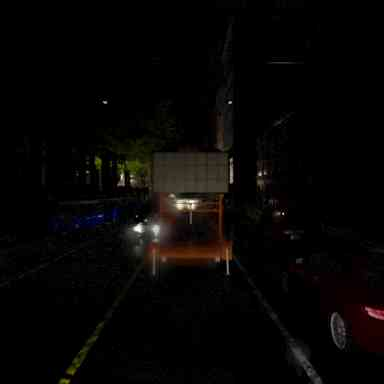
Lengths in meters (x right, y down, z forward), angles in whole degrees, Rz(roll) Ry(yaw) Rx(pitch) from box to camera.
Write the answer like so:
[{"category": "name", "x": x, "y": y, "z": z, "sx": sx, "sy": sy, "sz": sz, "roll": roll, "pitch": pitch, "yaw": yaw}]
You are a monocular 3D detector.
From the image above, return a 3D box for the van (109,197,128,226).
[{"category": "van", "x": -5.754, "y": 1.325, "z": 22.716, "sx": 1.690, "sy": 1.788, "sz": 3.998, "roll": 0, "pitch": 0, "yaw": 0}]

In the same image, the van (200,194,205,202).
[{"category": "van", "x": 2.645, "y": 1.268, "z": 56.736, "sx": 1.690, "sy": 1.788, "sz": 3.998, "roll": 0, "pitch": 0, "yaw": 0}]

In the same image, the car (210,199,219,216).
[{"category": "car", "x": 2.751, "y": 1.559, "z": 28.434, "sx": 1.802, "sy": 1.307, "sz": 4.206, "roll": 0, "pitch": 0, "yaw": 0}]

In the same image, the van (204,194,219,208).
[{"category": "van", "x": 2.708, "y": 1.301, "z": 39.754, "sx": 1.690, "sy": 1.788, "sz": 3.998, "roll": 0, "pitch": 0, "yaw": 0}]

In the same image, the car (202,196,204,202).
[{"category": "car", "x": 2.687, "y": 1.495, "z": 45.415, "sx": 1.887, "sy": 1.381, "sz": 4.507, "roll": 0, "pitch": 0, "yaw": 0}]

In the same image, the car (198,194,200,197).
[{"category": "car", "x": 2.624, "y": 1.480, "z": 62.396, "sx": 1.947, "sy": 1.339, "sz": 4.313, "roll": 0, "pitch": 0, "yaw": 0}]

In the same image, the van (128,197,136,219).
[{"category": "van", "x": -5.775, "y": 1.318, "z": 28.374, "sx": 1.690, "sy": 1.788, "sz": 3.998, "roll": 0, "pitch": 0, "yaw": 0}]

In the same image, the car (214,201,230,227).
[{"category": "car", "x": 2.772, "y": 1.529, "z": 22.774, "sx": 1.887, "sy": 1.381, "sz": 4.507, "roll": 0, "pitch": 0, "yaw": 0}]

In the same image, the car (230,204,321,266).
[{"category": "car", "x": 2.813, "y": 1.309, "z": 11.452, "sx": 2.192, "sy": 1.841, "sz": 5.009, "roll": 0, "pitch": 0, "yaw": 0}]

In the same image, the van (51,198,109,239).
[{"category": "van", "x": -5.732, "y": 1.331, "z": 17.059, "sx": 1.690, "sy": 1.788, "sz": 3.998, "roll": 0, "pitch": 0, "yaw": 0}]

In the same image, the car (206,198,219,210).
[{"category": "car", "x": 2.729, "y": 1.551, "z": 34.095, "sx": 1.802, "sy": 1.307, "sz": 4.206, "roll": 0, "pitch": 0, "yaw": 0}]

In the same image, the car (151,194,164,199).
[{"category": "car", "x": -5.880, "y": 1.242, "z": 56.664, "sx": 2.192, "sy": 1.841, "sz": 5.009, "roll": 0, "pitch": 0, "yaw": 0}]

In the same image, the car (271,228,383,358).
[{"category": "car", "x": 2.835, "y": 1.580, "z": 5.792, "sx": 1.802, "sy": 1.307, "sz": 4.206, "roll": 0, "pitch": 0, "yaw": 0}]

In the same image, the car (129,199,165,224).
[{"category": "car", "x": -3.091, "y": 1.528, "z": 25.030, "sx": 2.033, "sy": 1.411, "sz": 5.357, "roll": 0, "pitch": 0, "yaw": 0}]

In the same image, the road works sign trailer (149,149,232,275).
[{"category": "road works sign trailer", "x": -0.037, "y": 0.459, "z": 10.395, "sx": 2.380, "sy": 3.560, "sz": 2.880, "roll": 0, "pitch": 0, "yaw": 0}]
